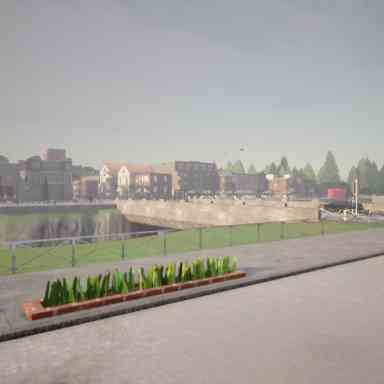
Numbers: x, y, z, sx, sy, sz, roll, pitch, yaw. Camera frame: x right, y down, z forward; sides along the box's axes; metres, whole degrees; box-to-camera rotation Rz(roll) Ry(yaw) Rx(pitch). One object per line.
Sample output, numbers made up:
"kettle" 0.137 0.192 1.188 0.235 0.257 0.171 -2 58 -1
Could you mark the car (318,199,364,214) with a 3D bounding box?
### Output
"car" 15.915 1.525 35.739 1.812 1.442 4.674 0 0 -36
